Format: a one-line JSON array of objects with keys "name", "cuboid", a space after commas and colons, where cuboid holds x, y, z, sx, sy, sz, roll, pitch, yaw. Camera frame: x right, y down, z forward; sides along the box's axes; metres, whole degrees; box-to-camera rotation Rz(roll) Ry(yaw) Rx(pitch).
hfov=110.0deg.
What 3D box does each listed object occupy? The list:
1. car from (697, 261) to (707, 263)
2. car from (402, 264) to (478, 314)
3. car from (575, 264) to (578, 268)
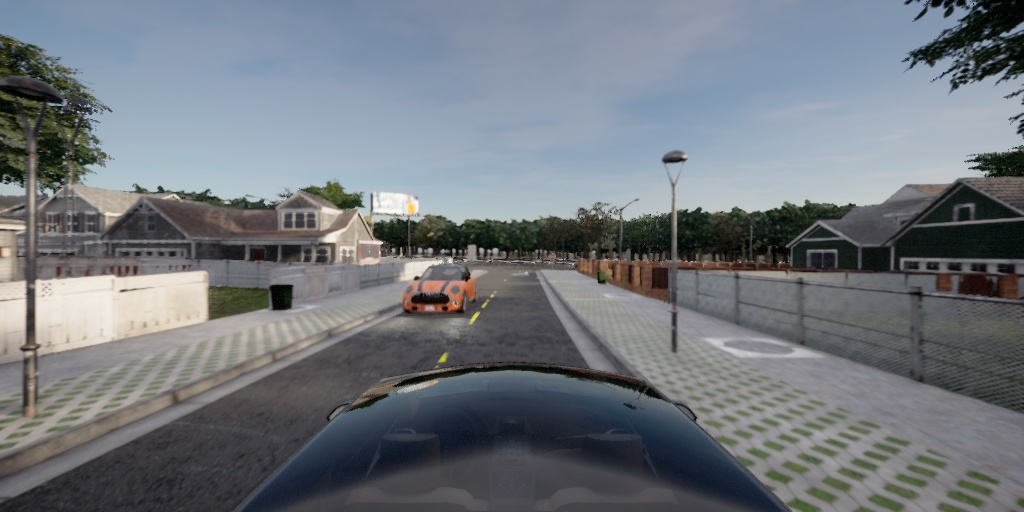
[{"name": "car", "cuboid": [27.775, 1.561, 52.212, 5.008, 1.535, 1.882, 1, 1, -3]}, {"name": "car", "cuboid": [-2.610, 1.119, 13.916, 2.097, 1.767, 4.553, 0, 0, 2]}, {"name": "car", "cuboid": [11.590, 1.413, 51.610, 4.718, 1.301, 1.895, 1, 1, 0]}]
